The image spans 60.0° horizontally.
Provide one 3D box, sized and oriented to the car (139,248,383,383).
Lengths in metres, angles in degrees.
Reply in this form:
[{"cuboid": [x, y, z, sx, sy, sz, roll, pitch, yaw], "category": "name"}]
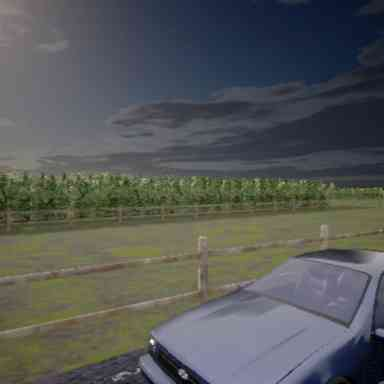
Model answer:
[{"cuboid": [2.078, 1.527, 4.381, 5.357, 1.411, 2.033, 0, 0, -33], "category": "car"}]
